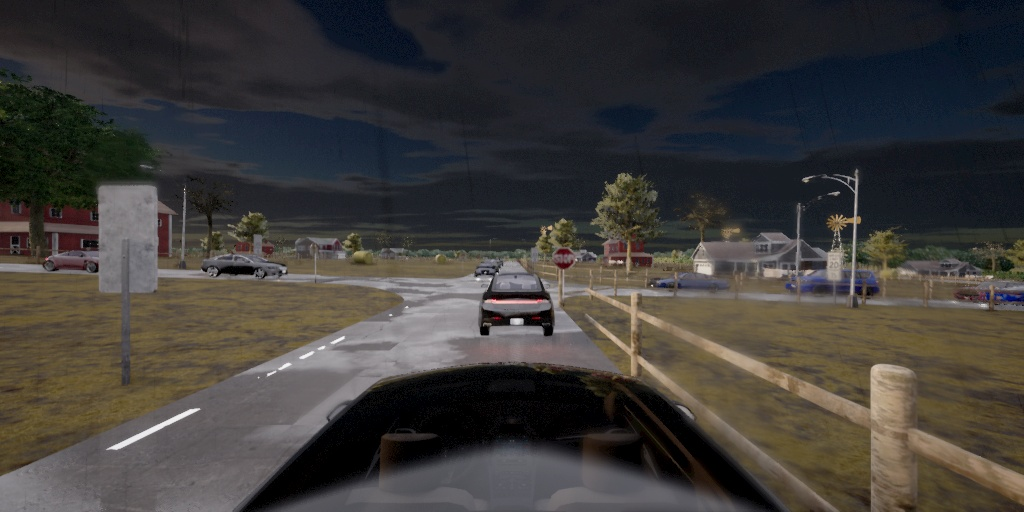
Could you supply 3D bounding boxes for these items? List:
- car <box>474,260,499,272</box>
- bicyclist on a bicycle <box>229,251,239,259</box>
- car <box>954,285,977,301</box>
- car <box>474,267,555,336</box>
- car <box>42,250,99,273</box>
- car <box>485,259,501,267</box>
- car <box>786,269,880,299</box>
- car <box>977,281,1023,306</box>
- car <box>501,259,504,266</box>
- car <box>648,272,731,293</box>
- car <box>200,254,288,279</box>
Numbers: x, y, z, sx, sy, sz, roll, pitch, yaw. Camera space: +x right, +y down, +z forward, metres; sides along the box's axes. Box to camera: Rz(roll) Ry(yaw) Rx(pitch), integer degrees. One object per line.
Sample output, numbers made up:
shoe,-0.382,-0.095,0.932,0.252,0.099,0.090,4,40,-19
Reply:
car,-2.552,1.338,34.564,1.994,1.385,4.181,0,0,-4
bicyclist on a bicycle,-22.577,0.417,29.056,0.582,1.620,1.656,2,0,0
car,35.234,2.571,25.991,4.553,1.767,2.097,2,0,0
car,0.111,1.245,10.383,2.128,1.511,4.902,0,0,0
car,-27.149,0.344,23.073,4.181,1.385,1.994,2,0,0
car,-2.784,1.139,45.496,2.097,1.767,4.553,0,0,-2
car,23.225,1.949,26.007,5.566,2.045,2.150,2,0,0
car,33.830,2.636,23.056,5.008,1.535,1.882,2,0,0
car,-2.711,1.309,58.768,1.837,1.490,4.892,0,0,1
car,12.783,1.859,25.972,5.357,1.411,2.033,2,0,-1
car,-17.100,0.643,23.068,4.902,1.511,2.128,2,0,0
